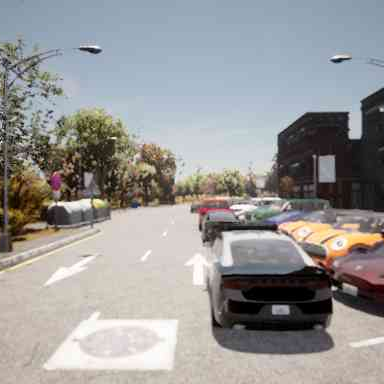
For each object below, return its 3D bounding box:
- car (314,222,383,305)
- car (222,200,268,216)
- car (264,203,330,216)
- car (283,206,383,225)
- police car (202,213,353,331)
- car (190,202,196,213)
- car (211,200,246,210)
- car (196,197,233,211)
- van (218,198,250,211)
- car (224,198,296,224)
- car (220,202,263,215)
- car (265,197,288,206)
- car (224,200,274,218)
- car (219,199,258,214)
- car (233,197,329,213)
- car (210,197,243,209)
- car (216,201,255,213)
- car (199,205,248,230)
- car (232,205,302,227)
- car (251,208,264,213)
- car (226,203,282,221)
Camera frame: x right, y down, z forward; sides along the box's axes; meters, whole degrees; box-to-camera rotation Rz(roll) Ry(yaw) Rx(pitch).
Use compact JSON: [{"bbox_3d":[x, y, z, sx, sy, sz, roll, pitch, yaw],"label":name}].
[{"bbox_3d":[5.419,1.572,7.421,4.792,1.488,2.163,1,0,-19],"label":"car"},{"bbox_3d":[5.926,1.784,37.445,4.553,1.767,2.185,1,-1,-19],"label":"car"},{"bbox_3d":[5.577,1.484,13.442,4.553,1.767,2.185,1,0,-19],"label":"car"},{"bbox_3d":[5.527,1.450,10.442,4.553,1.767,2.185,1,0,-19],"label":"car"},{"bbox_3d":[1.299,1.499,7.319,1.930,1.638,5.238,0,-1,1],"label":"police car"},{"bbox_3d":[0.746,2.055,45.787,2.128,1.511,4.902,0,-1,1],"label":"car"},{"bbox_3d":[6.059,2.157,55.405,5.366,1.575,1.946,1,-1,-19],"label":"car"},{"bbox_3d":[1.555,1.483,23.240,2.150,2.045,5.566,0,-1,1],"label":"car"},{"bbox_3d":[6.261,1.854,49.507,4.442,1.987,1.878,1,-1,-19],"label":"van"},{"bbox_3d":[5.780,1.539,28.433,5.566,2.045,2.435,1,0,-19],"label":"car"},{"bbox_3d":[6.009,1.991,40.450,4.674,1.452,2.002,1,-1,-19],"label":"car"},{"bbox_3d":[19.531,2.174,77.300,2.435,2.045,5.566,0,0,-21],"label":"car"},{"bbox_3d":[5.875,1.743,34.444,4.553,1.767,2.185,1,-1,-19],"label":"car"},{"bbox_3d":[6.091,1.868,43.459,4.553,1.767,2.185,1,-1,-19],"label":"car"},{"bbox_3d":[5.635,1.428,19.418,5.566,2.045,2.435,1,0,-19],"label":"car"},{"bbox_3d":[6.335,1.997,61.498,5.566,2.045,2.435,1,-1,-19],"label":"car"},{"bbox_3d":[6.097,2.035,46.461,5.008,1.535,2.097,1,-1,-19],"label":"car"},{"bbox_3d":[1.457,1.663,17.207,1.882,1.535,5.008,0,-1,1],"label":"car"},{"bbox_3d":[5.723,1.782,25.429,4.792,1.488,2.163,1,0,-19],"label":"car"},{"bbox_3d":[5.592,1.684,16.437,4.674,1.452,2.002,1,-1,-19],"label":"car"},{"bbox_3d":[5.830,1.859,31.429,4.792,1.488,2.163,1,-1,-19],"label":"car"}]
